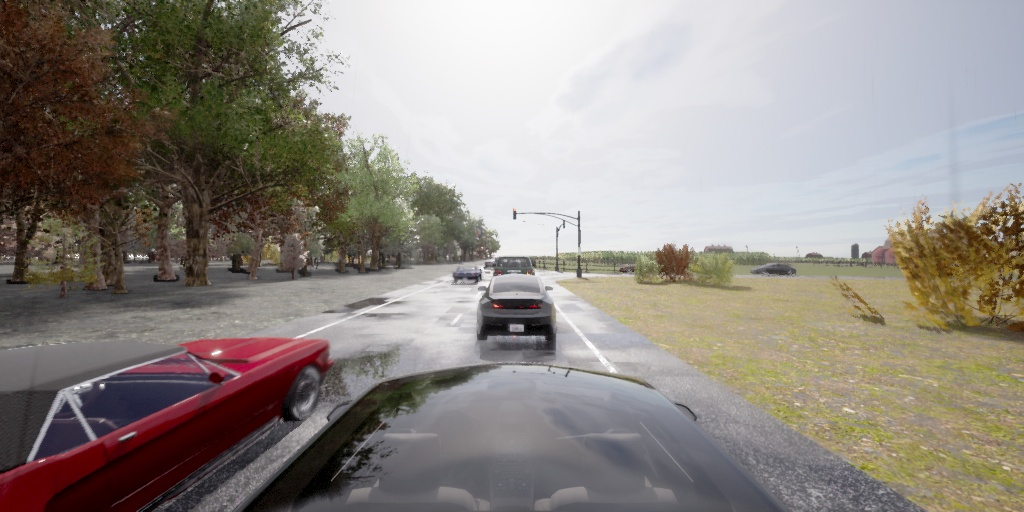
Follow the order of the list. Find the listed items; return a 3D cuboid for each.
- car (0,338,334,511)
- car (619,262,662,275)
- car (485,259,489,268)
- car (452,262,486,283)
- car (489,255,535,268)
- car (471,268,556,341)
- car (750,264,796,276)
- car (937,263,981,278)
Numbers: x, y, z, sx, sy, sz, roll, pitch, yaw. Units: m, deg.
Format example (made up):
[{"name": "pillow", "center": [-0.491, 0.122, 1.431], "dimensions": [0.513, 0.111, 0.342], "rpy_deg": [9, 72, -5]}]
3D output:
[{"name": "car", "center": [-3.398, 1.351, 2.847], "dimensions": [1.895, 1.301, 4.718], "rpy_deg": [0, 0, 0]}, {"name": "car", "center": [15.412, 1.455, 43.085], "dimensions": [5.008, 1.535, 1.882], "rpy_deg": [1, -1, 2]}, {"name": "car", "center": [-3.396, 1.247, 58.635], "dimensions": [2.128, 1.511, 4.902], "rpy_deg": [0, 0, 0]}, {"name": "car", "center": [-3.398, 1.357, 28.265], "dimensions": [1.895, 1.301, 4.718], "rpy_deg": [0, 0, 0]}, {"name": "car", "center": [0.104, 0.976, 19.810], "dimensions": [2.150, 2.045, 5.566], "rpy_deg": [0, 0, 0]}, {"name": "car", "center": [0.101, 1.257, 9.895], "dimensions": [1.837, 1.490, 4.892], "rpy_deg": [0, 0, 0]}, {"name": "car", "center": [31.175, 1.652, 42.901], "dimensions": [4.892, 1.490, 1.837], "rpy_deg": [1, -1, 0]}, {"name": "car", "center": [48.935, 1.807, 39.221], "dimensions": [4.674, 1.442, 1.812], "rpy_deg": [1, -1, 0]}]
